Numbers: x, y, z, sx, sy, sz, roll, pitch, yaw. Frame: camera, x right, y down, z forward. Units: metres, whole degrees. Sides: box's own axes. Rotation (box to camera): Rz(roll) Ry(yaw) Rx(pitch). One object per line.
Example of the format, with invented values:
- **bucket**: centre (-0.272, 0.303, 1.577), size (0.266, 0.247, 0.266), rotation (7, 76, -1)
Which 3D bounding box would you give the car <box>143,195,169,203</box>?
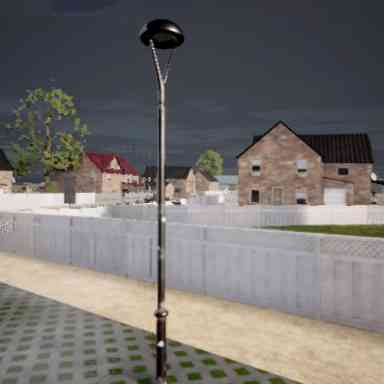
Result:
- **car**: centre (-5.004, 1.125, 47.762), size (2.033, 1.411, 5.357), rotation (2, 1, 19)
